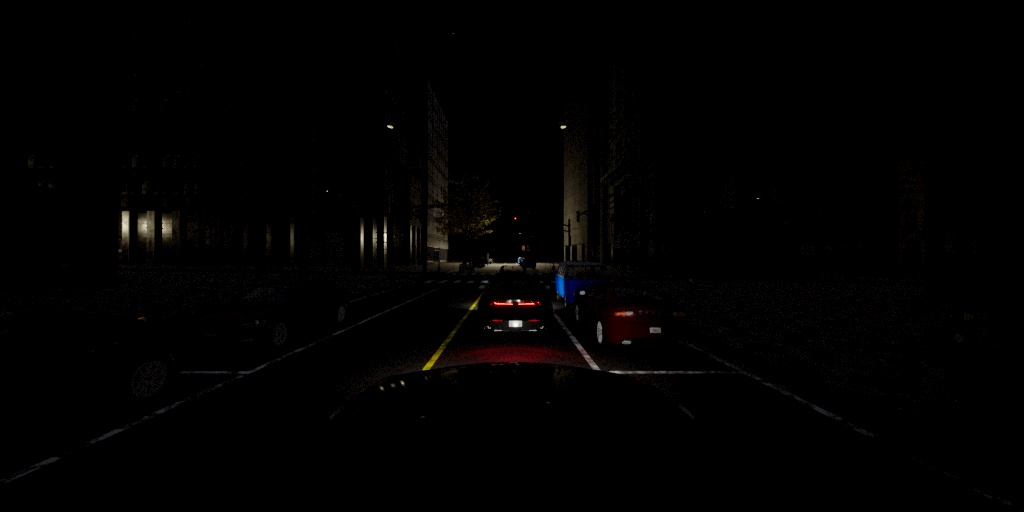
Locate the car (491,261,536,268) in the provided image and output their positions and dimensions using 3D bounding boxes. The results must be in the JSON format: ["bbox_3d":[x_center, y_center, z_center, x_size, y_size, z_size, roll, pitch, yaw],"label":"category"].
[{"bbox_3d":[0.047,1.245,19.792,2.128,1.511,4.902,0,0,-1],"label":"car"}]

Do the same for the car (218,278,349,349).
[{"bbox_3d":[-5.802,1.296,9.128,1.888,1.381,4.507,0,0,0],"label":"car"}]

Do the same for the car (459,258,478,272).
[{"bbox_3d":[-5.917,1.296,47.050,1.751,1.417,4.829,0,0,0],"label":"car"}]

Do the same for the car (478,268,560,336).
[{"bbox_3d":[0.074,1.256,10.373,1.837,1.490,4.892,0,0,0],"label":"car"}]

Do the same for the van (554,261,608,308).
[{"bbox_3d":[2.736,1.093,14.663,1.690,1.789,3.998,0,0,0],"label":"van"}]

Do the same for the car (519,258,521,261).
[{"bbox_3d":[2.577,1.347,58.059,1.948,1.339,4.313,0,0,0],"label":"car"}]

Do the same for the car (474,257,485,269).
[{"bbox_3d":[-5.947,1.325,57.800,1.888,1.381,4.507,0,0,0],"label":"car"}]

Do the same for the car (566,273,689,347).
[{"bbox_3d":[2.753,1.296,9.138,1.888,1.381,4.507,0,0,0],"label":"car"}]

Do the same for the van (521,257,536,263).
[{"bbox_3d":[2.595,1.116,52.647,1.690,1.789,3.998,0,0,0],"label":"van"}]

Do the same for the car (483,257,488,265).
[{"bbox_3d":[-5.965,1.100,63.089,2.192,1.841,5.009,0,0,0],"label":"car"}]

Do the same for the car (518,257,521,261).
[{"bbox_3d":[2.559,1.332,63.473,1.888,1.381,4.507,0,0,0],"label":"car"}]

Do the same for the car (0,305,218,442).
[{"bbox_3d":[-5.782,1.295,3.603,1.888,1.381,4.507,0,0,0],"label":"car"}]
